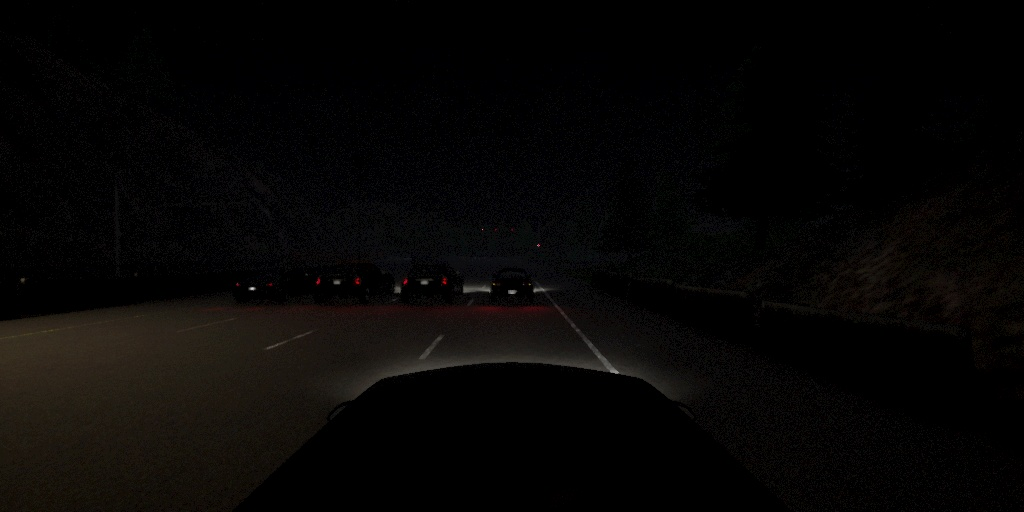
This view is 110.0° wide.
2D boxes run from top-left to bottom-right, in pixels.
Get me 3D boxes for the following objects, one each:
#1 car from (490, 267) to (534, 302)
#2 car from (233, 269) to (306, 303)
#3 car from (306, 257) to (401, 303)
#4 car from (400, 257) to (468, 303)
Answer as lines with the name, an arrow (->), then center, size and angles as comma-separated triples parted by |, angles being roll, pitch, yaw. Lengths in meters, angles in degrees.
car -> 0.000, 1.238, 16.496 | 1.812, 1.442, 4.674 | 0, 0, 0
car -> -10.500, 1.277, 16.497 | 1.994, 1.385, 4.181 | 0, 0, 0
car -> -7.000, 1.071, 16.465 | 2.097, 1.767, 4.553 | 0, 0, 0
car -> -3.500, 1.071, 16.465 | 2.097, 1.767, 4.553 | 0, 0, 0
